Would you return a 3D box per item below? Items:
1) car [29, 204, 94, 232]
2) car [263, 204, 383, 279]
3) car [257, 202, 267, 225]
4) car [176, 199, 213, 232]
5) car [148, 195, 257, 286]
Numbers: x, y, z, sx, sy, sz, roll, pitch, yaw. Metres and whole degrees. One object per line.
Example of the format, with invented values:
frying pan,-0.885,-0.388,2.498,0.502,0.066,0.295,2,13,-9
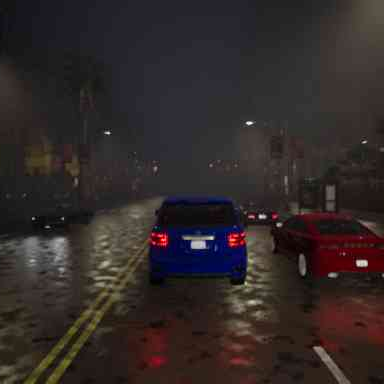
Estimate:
car,-6.963,1.344,18.253,1.895,1.301,4.718,0,1,0
car,3.630,1.338,9.589,1.882,1.535,5.008,0,1,0
car,3.638,1.266,19.405,2.033,1.411,5.357,0,1,0
car,0.141,1.229,19.036,1.837,1.490,4.892,0,1,0
car,0.119,1.087,9.172,2.150,2.045,5.566,0,1,0
